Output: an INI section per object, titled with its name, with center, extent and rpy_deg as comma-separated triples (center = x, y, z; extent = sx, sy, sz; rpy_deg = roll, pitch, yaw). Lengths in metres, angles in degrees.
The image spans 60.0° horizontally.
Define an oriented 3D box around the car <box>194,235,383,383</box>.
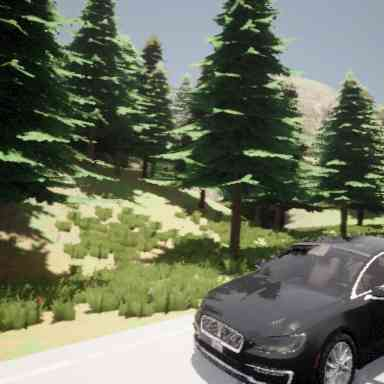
[car]
center = 2.294, 1.496, 5.142
extent = 4.892, 1.490, 1.837
rpy_deg = 0, 0, -34
